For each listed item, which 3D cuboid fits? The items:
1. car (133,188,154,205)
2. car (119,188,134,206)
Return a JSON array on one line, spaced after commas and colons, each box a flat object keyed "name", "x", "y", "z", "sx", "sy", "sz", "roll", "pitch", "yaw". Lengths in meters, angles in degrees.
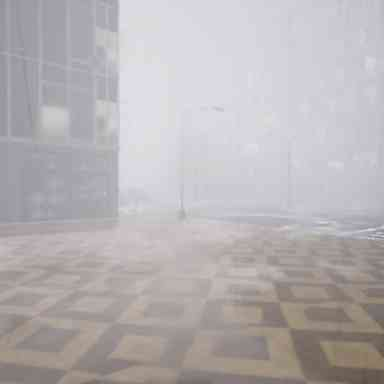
[{"name": "car", "x": -6.975, "y": 0.523, "z": 41.579, "sx": 2.150, "sy": 2.045, "sz": 5.566, "roll": 0, "pitch": 1, "yaw": -38}, {"name": "car", "x": -9.115, "y": 0.674, "z": 39.044, "sx": 2.097, "sy": 1.767, "sz": 4.553, "roll": 0, "pitch": 1, "yaw": -38}]
